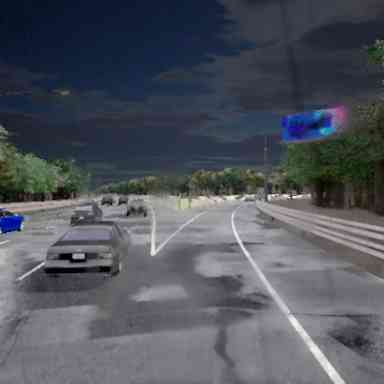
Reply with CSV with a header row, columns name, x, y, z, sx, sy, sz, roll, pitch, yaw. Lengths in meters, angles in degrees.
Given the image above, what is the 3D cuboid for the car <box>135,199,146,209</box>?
name,x,y,z,sx,sy,sz,roll,pitch,yaw
car,-8.615,1.980,55.774,1.837,1.490,4.892,0,-1,-9

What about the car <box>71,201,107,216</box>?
name,x,y,z,sx,sy,sz,roll,pitch,yaw
car,-8.113,1.715,25.853,1.812,1.442,4.674,0,-1,-7

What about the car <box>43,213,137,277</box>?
name,x,y,z,sx,sy,sz,roll,pitch,yaw
car,-3.007,1.615,10.517,2.033,1.411,5.357,0,0,-6

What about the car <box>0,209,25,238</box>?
name,x,y,z,sx,sy,sz,roll,pitch,yaw
car,-10.764,1.619,18.022,1.882,1.535,5.008,0,0,-6

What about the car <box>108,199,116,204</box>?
name,x,y,z,sx,sy,sz,roll,pitch,yaw
car,-21.912,2.515,91.627,1.994,1.385,4.181,0,-1,-11

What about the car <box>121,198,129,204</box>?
name,x,y,z,sx,sy,sz,roll,pitch,yaw
car,-18.473,2.477,92.280,2.128,1.511,4.902,0,-1,-11

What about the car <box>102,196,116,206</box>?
name,x,y,z,sx,sy,sz,roll,pitch,yaw
car,-18.337,1.926,72.232,2.150,2.045,5.566,0,-1,-10

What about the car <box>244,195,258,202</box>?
name,x,y,z,sx,sy,sz,roll,pitch,yaw
car,14.328,1.755,82.558,1.994,1.385,4.181,0,0,23

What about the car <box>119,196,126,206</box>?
name,x,y,z,sx,sy,sz,roll,pitch,yaw
car,-14.904,1.917,72.924,2.150,2.045,5.566,0,-1,-10

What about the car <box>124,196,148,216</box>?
name,x,y,z,sx,sy,sz,roll,pitch,yaw
car,-5.910,1.618,36.074,2.097,1.767,4.553,0,-1,-7

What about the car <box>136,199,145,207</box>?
name,x,y,z,sx,sy,sz,roll,pitch,yaw
car,-10.303,2.124,66.554,1.812,1.442,4.674,0,-1,-9
